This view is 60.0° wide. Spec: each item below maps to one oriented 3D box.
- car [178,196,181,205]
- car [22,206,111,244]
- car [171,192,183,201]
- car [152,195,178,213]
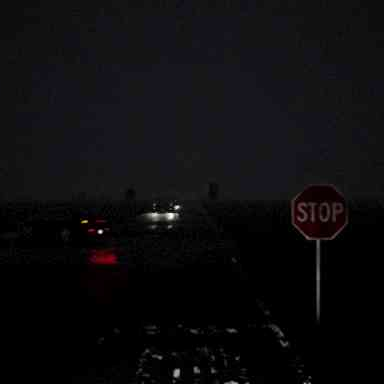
[{"bbox_3d":[-2.956,1.282,50.571,1.837,1.490,4.892,0,0,0],"label":"car"},{"bbox_3d":[-5.899,1.441,15.385,4.892,1.490,1.837,-1,-3,34],"label":"car"},{"bbox_3d":[-2.911,0.863,66.021,2.128,1.511,4.902,0,0,0],"label":"car"},{"bbox_3d":[-2.930,1.186,35.023,2.097,1.767,4.553,0,0,0],"label":"car"}]
